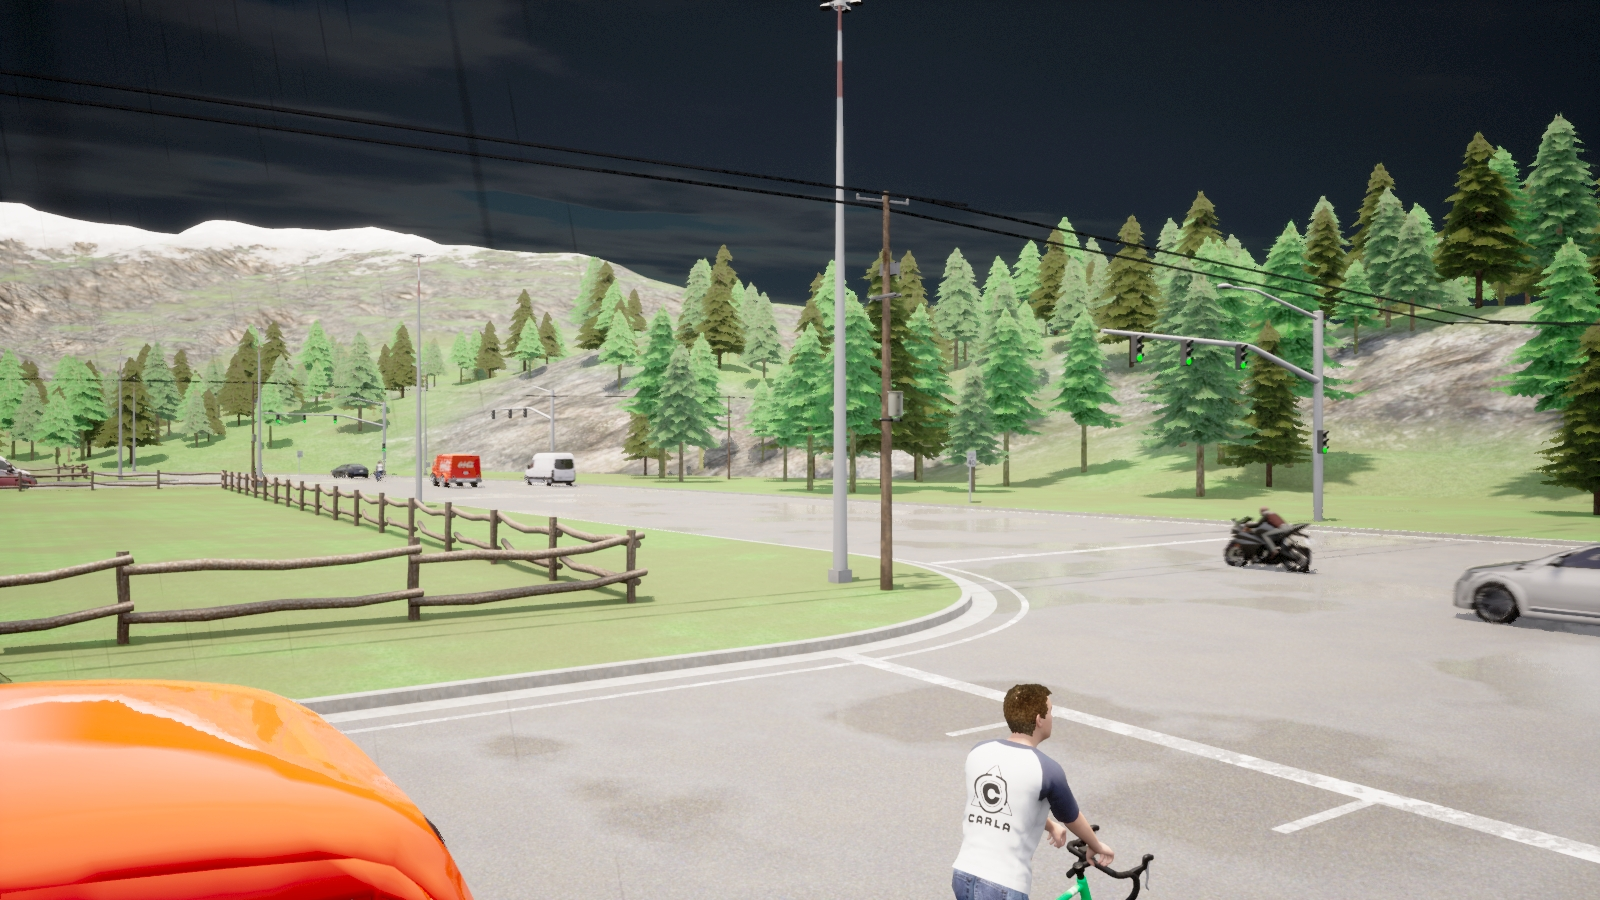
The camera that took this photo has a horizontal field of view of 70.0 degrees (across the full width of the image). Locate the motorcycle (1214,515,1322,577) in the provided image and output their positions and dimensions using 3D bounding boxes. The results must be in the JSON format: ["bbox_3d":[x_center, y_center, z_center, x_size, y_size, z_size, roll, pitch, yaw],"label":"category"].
[{"bbox_3d":[10.806,2.189,26.465,0.867,1.251,2.209,0,0,-35],"label":"motorcycle"}]

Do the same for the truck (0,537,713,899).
[{"bbox_3d":[-3.047,1.572,1.731,5.204,2.467,2.627,0,0,-34],"label":"truck"}]

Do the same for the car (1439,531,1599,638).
[{"bbox_3d":[12.583,2.105,17.739,1.994,1.385,4.181,0,0,-35],"label":"car"}]

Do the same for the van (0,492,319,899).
[{"bbox_3d":[-5.215,1.535,4.399,5.915,2.561,1.988,0,0,-35],"label":"van"}]

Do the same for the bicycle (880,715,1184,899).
[{"bbox_3d":[1.060,2.053,4.957,1.643,1.496,0.373,0,0,-41],"label":"bicycle"}]
